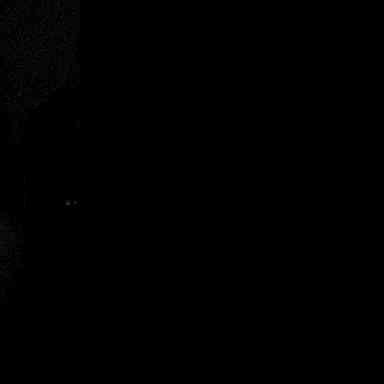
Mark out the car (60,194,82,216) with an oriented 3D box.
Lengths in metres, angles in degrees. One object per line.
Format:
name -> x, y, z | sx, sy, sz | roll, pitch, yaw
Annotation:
car -> -8.339, 0.936, 27.273 | 2.097, 1.767, 4.553 | -1, 0, 34
